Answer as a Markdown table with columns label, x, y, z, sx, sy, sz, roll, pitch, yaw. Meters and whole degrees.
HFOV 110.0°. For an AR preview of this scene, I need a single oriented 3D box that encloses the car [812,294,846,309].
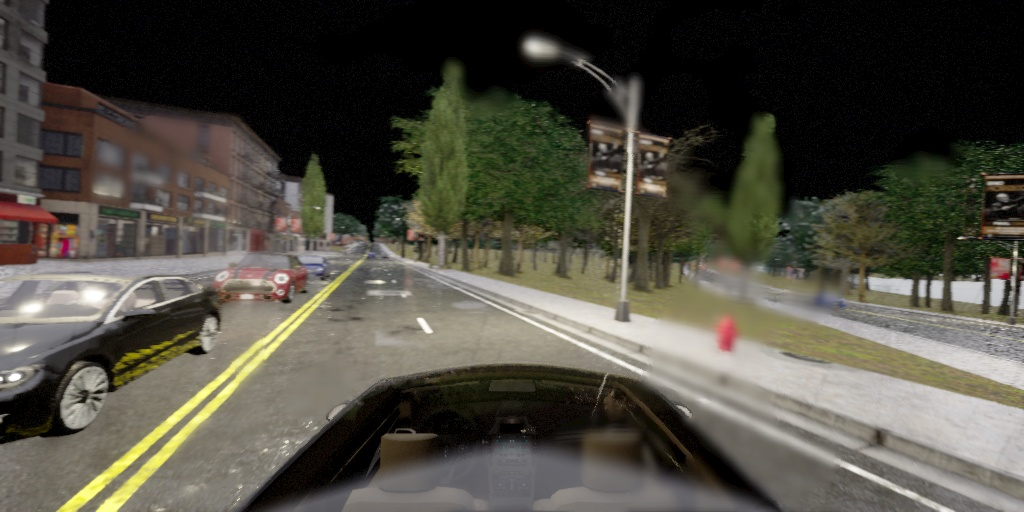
| label | x | y | z | sx | sy | sz | roll | pitch | yaw |
| --- | --- | --- | --- | --- | --- | --- | --- | --- | --- |
| car | 37.089 | 5.257 | 42.055 | 1.882 | 1.535 | 5.008 | 3 | -2 | 24 |

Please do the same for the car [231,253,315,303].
| label | x | y | z | sx | sy | sz | roll | pitch | yaw |
| --- | --- | --- | --- | --- | --- | --- | --- | --- | --- |
| car | -8.992 | 0.676 | 13.285 | 2.097 | 1.767 | 4.553 | 3 | 0 | -21 |

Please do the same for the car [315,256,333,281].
| label | x | y | z | sx | sy | sz | roll | pitch | yaw |
| --- | --- | --- | --- | --- | --- | --- | --- | --- | --- |
| car | -12.573 | 0.700 | 22.596 | 1.812 | 1.442 | 4.674 | 3 | 0 | -21 |

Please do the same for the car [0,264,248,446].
| label | x | y | z | sx | sy | sz | roll | pitch | yaw |
| --- | --- | --- | --- | --- | --- | --- | --- | --- | --- |
| car | -5.655 | 0.965 | 4.712 | 2.128 | 1.511 | 4.902 | 3 | 0 | -20 |
